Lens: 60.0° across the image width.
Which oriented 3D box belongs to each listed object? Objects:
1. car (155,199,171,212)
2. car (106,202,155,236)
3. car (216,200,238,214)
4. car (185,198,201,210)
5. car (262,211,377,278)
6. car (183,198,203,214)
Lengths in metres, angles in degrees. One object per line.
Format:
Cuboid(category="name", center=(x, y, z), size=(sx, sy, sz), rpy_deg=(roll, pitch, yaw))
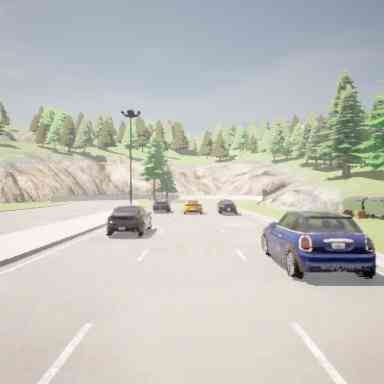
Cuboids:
Cuboid(category="car", center=(-3.397, 1.491, 38.202), size=(2.128, 1.511, 4.902), rpy_deg=(0, 0, 0))
Cuboid(category="car", center=(-3.399, 1.505, 18.512), size=(1.837, 1.490, 4.892), rpy_deg=(0, 0, 0))
Cuboid(category="car", center=(3.599, 1.526, 34.791), size=(1.812, 1.442, 4.674), rpy_deg=(0, 0, 0))
Cuboid(category="car", center=(0.139, 1.547, 44.515), size=(2.033, 1.411, 5.357), rpy_deg=(0, 0, 1))
Cuboid(category="car", center=(3.599, 1.351, 10.288), size=(2.097, 1.767, 4.553), rpy_deg=(0, 0, 0))
Cuboid(category="car", center=(0.097, 1.478, 34.689), size=(1.882, 1.535, 5.008), rpy_deg=(0, 0, 0))
